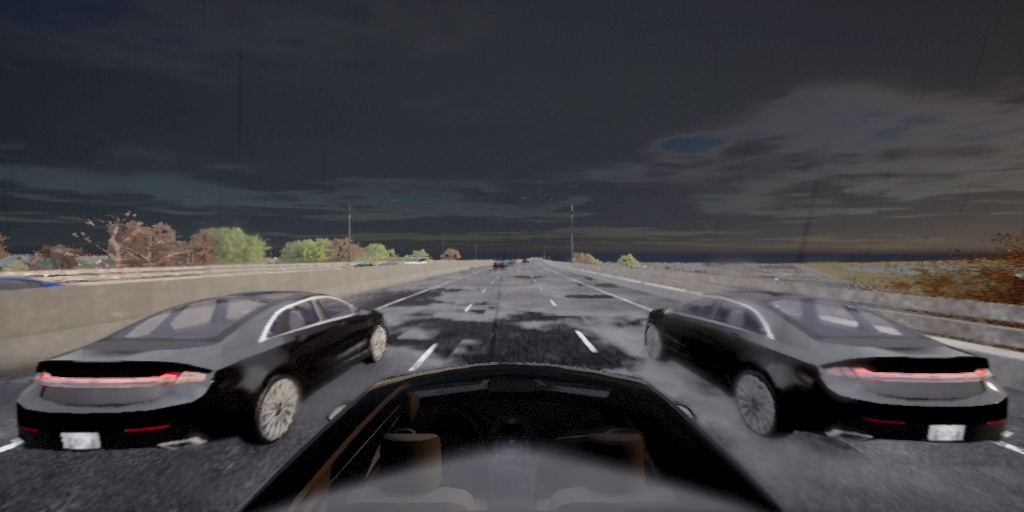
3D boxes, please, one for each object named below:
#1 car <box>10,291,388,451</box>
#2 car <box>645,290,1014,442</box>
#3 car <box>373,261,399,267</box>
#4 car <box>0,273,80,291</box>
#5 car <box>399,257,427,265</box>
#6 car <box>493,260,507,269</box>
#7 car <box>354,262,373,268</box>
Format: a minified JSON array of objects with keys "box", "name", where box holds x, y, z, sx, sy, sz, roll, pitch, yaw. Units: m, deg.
[{"box":[-3.393,1.250,5.252,2.128,1.511,4.902,0,0,0],"name":"car"},{"box":[3.608,1.260,5.401,2.128,1.511,4.902,0,0,0],"name":"car"},{"box":[-16.900,1.425,49.840,2.128,1.511,4.902,0,0,2],"name":"car"},{"box":[-14.077,1.234,8.976,1.882,1.535,5.008,0,0,0],"name":"car"},{"box":[-13.403,1.162,49.963,2.150,2.045,5.566,0,0,2],"name":"car"},{"box":[-2.373,1.529,65.247,1.882,1.535,5.008,0,0,2],"name":"car"},{"box":[-20.399,1.493,50.278,1.994,1.385,4.181,0,0,2],"name":"car"}]
